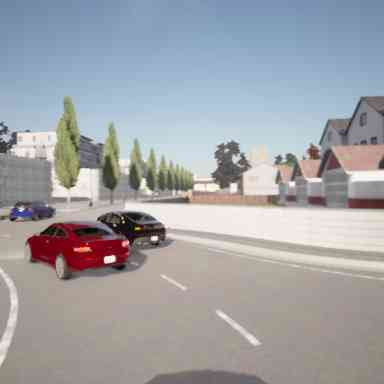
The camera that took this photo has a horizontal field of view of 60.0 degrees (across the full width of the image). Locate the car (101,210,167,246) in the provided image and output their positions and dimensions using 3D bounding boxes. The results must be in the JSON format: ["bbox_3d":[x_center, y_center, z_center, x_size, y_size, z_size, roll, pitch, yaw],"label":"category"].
[{"bbox_3d":[-3.141,1.552,14.622,1.837,1.490,4.892,0,0,-44],"label":"car"}]

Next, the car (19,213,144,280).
[{"bbox_3d":[-3.599,1.573,10.171,1.812,1.442,4.674,-1,0,-41],"label":"car"}]

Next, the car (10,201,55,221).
[{"bbox_3d":[-13.760,1.522,29.041,2.097,1.767,4.553,-1,0,1],"label":"car"}]
